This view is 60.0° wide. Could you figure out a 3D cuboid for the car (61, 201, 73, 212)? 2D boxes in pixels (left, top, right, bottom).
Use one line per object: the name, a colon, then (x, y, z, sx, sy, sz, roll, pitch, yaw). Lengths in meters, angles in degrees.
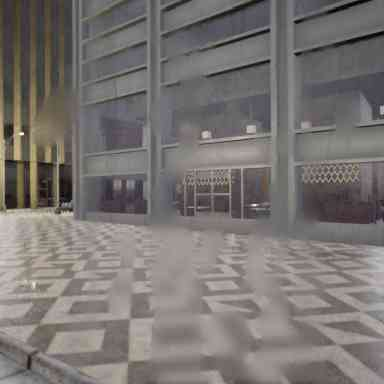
car: (-10.863, 1.384, 34.695, 2.033, 1.411, 5.357, 0, 0, 35)
